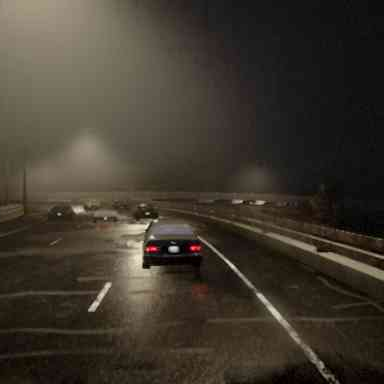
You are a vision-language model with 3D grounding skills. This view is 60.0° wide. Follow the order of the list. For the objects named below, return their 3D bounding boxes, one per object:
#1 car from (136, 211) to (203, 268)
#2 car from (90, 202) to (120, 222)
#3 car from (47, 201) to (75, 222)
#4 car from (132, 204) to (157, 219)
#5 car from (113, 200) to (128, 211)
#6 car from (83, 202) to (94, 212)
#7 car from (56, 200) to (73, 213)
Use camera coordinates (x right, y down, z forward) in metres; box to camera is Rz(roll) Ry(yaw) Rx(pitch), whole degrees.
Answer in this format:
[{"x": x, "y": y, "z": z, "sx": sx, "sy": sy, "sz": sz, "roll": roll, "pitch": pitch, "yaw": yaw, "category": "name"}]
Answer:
[{"x": -0.776, "y": 1.626, "z": 11.659, "sx": 2.033, "sy": 1.411, "sz": 5.357, "roll": 0, "pitch": 0, "yaw": -6, "category": "car"}, {"x": -7.475, "y": 1.819, "z": 28.591, "sx": 1.895, "sy": 1.301, "sz": 4.718, "roll": 0, "pitch": 0, "yaw": -15, "category": "car"}, {"x": -11.473, "y": 1.805, "z": 29.349, "sx": 1.994, "sy": 1.385, "sz": 4.181, "roll": 0, "pitch": 0, "yaw": -15, "category": "car"}, {"x": -4.243, "y": 1.775, "z": 29.826, "sx": 1.994, "sy": 1.385, "sz": 4.181, "roll": 0, "pitch": 0, "yaw": -15, "category": "car"}, {"x": -10.283, "y": 1.850, "z": 46.477, "sx": 1.837, "sy": 1.490, "sz": 4.892, "roll": 0, "pitch": 0, "yaw": -24, "category": "car"}, {"x": -13.658, "y": 1.955, "z": 45.510, "sx": 1.895, "sy": 1.301, "sz": 4.718, "roll": 0, "pitch": 0, "yaw": -24, "category": "car"}, {"x": -16.984, "y": 1.887, "z": 44.318, "sx": 1.812, "sy": 1.442, "sz": 4.674, "roll": 0, "pitch": 0, "yaw": -25, "category": "car"}]
